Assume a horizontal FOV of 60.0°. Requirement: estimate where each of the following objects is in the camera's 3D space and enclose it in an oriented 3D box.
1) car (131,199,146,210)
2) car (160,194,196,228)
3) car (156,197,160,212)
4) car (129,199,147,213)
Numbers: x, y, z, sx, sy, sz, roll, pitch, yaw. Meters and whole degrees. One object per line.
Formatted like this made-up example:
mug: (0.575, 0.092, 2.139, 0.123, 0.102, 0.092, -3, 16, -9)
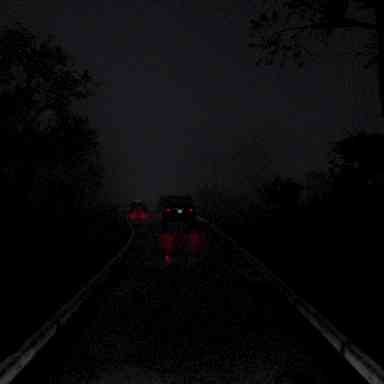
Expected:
car: (-7.523, 1.724, 46.454, 1.895, 1.301, 4.718, 0, 0, -10)
car: (-0.964, 1.284, 22.914, 2.150, 2.045, 5.566, 0, 0, -5)
car: (-3.173, 1.329, 41.495, 2.150, 2.045, 5.566, 0, -1, -9)
car: (-6.175, 1.594, 38.258, 2.128, 1.511, 4.902, 0, 0, -10)
